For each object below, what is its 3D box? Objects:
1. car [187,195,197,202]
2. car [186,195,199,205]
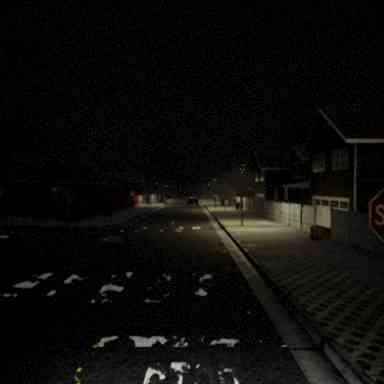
[{"bbox_3d":[-0.007,1.527,77.785,2.128,1.511,4.902,0,0,0],"label":"car"},{"bbox_3d":[0.096,1.452,57.880,2.128,1.511,4.902,0,0,0],"label":"car"}]
